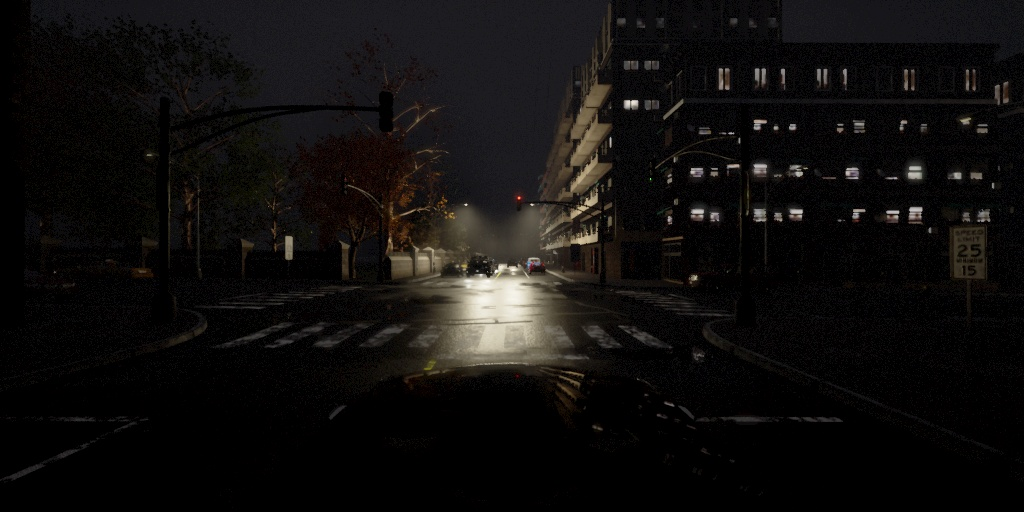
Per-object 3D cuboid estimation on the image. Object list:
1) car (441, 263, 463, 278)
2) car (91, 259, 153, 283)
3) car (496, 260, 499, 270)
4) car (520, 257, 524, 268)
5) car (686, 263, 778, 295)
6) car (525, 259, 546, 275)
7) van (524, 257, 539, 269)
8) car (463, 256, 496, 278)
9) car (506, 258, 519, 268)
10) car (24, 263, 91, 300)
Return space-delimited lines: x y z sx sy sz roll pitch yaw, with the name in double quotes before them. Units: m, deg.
"car" -5.642 1.330 34.367 1.948 1.339 4.313 0 0 0
"car" -24.714 0.882 21.690 4.829 1.417 1.751 0 0 0
"car" -3.034 1.322 44.906 2.033 1.411 5.357 0 0 0
"car" 2.772 1.230 56.875 1.967 1.591 4.097 0 0 0
"car" 13.479 1.353 21.998 5.009 1.841 2.192 0 0 0
"car" 2.747 1.314 39.985 1.888 1.381 4.507 0 0 0
"van" 2.756 1.116 45.615 1.690 1.789 3.998 0 0 0
"car" -3.037 0.986 34.654 2.150 2.045 5.566 0 0 1
"car" 0.090 1.304 62.659 1.837 1.490 4.892 0 0 0
"car" -18.945 1.007 13.356 4.207 1.307 1.802 0 0 0
